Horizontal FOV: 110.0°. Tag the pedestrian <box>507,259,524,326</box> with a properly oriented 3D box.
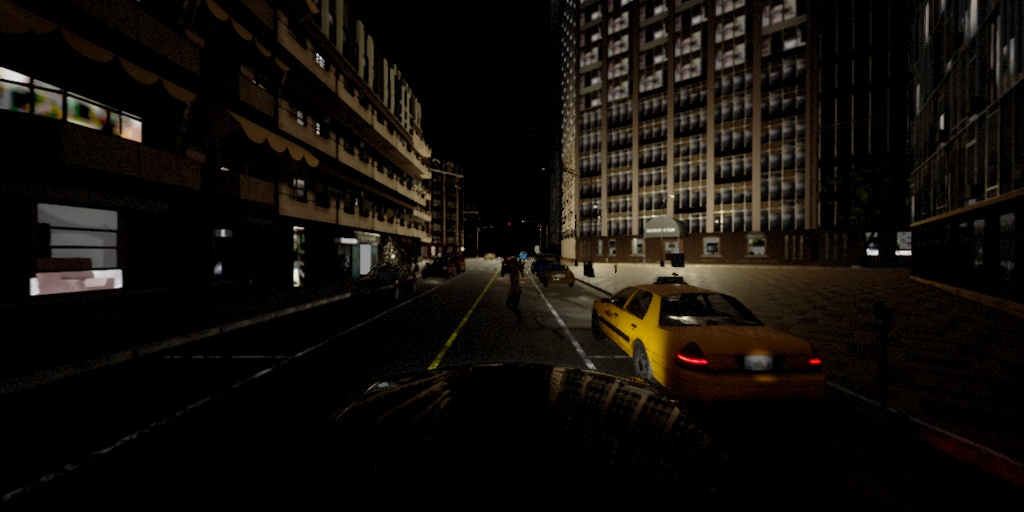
[{"bbox_3d":[0.080,0.920,9.555,0.375,1.860,0.375,0,0,0],"label":"pedestrian"}]

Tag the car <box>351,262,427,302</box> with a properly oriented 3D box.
[{"bbox_3d":[-5.311,1.086,15.372,2.007,1.370,4.403,0,0,0],"label":"car"}]

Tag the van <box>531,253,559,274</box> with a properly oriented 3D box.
[{"bbox_3d":[2.573,0.709,26.444,1.690,1.789,3.998,0,0,0],"label":"van"}]

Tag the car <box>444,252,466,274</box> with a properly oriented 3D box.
[{"bbox_3d":[-5.306,0.602,31.976,2.192,1.841,5.009,0,0,0],"label":"car"}]

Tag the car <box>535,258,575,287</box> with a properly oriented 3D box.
[{"bbox_3d":[2.571,0.977,21.081,1.751,1.417,4.829,0,0,0],"label":"car"}]

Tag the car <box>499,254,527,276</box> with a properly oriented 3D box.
[{"bbox_3d":[0.076,0.821,29.160,2.128,1.511,4.902,0,1,0],"label":"car"}]

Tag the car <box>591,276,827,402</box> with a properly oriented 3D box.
[{"bbox_3d":[2.751,1.129,6.558,1.801,1.575,5.366,0,1,0],"label":"car"}]

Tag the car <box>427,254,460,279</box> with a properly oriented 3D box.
[{"bbox_3d":[-5.307,0.808,26.441,1.967,1.591,4.097,0,0,0],"label":"car"}]
